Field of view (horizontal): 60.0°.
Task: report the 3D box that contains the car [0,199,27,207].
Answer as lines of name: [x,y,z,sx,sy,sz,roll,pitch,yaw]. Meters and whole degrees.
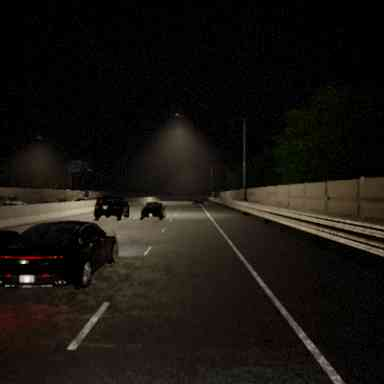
car: [-17.583,1.690,32.634,1.812,1.442,4.674,0,0,0]

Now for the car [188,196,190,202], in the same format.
car: [0.037,1.731,85.095,2.097,1.767,4.553,0,0,0]

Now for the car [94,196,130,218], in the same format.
car: [-6.888,1.366,29.060,2.150,2.045,5.566,0,0,0]

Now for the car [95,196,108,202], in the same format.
car: [-20.967,1.616,77.351,1.837,1.490,4.892,0,0,0]

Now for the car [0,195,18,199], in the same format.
car: [-21.078,1.405,36.422,2.150,2.045,5.566,0,0,0]

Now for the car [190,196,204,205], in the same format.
car: [1.254,1.743,67.850,2.097,1.767,4.553,0,0,0]

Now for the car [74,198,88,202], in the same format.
car: [-24.468,1.938,73.685,2.033,1.411,5.357,0,0,0]

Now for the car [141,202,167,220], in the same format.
car: [-3.388,1.652,29.679,1.837,1.490,4.892,0,0,0]

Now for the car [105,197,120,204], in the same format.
car: [-17.469,1.938,73.682,2.033,1.411,5.357,0,0,0]

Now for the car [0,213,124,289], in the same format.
car: [-3.397,1.552,9.276,1.837,1.490,4.892,0,0,0]
